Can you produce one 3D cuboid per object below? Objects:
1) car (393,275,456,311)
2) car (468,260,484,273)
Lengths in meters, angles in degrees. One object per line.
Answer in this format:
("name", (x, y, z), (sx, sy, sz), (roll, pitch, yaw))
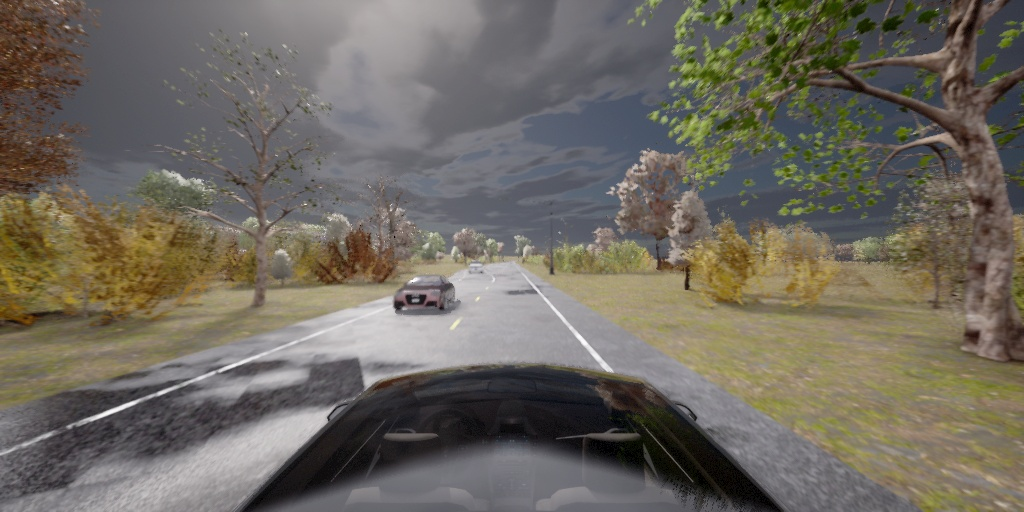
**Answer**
("car", (-3.625, 1.504, 15.482), (1.994, 1.385, 4.181), (0, -1, 0))
("car", (-5.756, 1.684, 57.020), (2.150, 2.045, 5.566), (0, 0, -7))
